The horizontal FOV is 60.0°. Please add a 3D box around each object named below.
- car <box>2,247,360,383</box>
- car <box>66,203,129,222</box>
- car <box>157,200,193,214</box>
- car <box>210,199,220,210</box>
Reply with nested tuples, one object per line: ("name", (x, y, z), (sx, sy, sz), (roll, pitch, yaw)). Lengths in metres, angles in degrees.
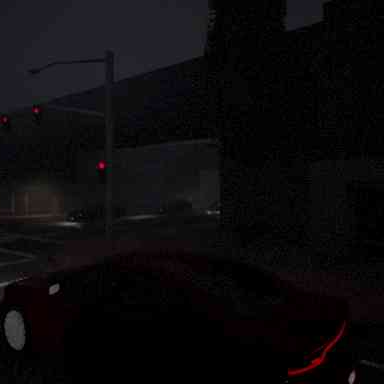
("car", (-0.593, 1.493, 4.409), (5.008, 1.535, 1.882), (0, 0, 36))
("car", (-7.833, 1.666, 28.181), (2.033, 1.411, 5.357), (0, 0, 36))
("car", (-1.822, 1.610, 36.534), (2.128, 1.511, 4.902), (0, 0, 36))
("car", (4.257, 1.595, 44.956), (1.882, 1.535, 5.008), (0, 0, 36))
